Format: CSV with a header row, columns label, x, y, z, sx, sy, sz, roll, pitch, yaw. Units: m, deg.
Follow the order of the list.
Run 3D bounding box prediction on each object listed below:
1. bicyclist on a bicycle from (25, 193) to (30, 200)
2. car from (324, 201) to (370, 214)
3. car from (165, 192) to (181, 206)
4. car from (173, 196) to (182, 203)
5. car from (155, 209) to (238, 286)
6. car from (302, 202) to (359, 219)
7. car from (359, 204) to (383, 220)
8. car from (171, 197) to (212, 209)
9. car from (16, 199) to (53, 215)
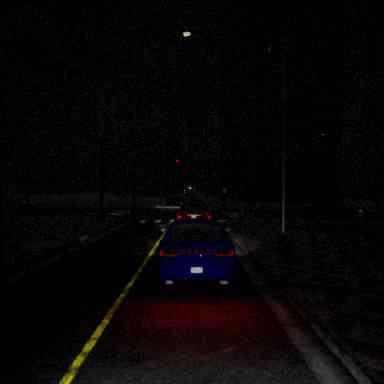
label,x,y,z,sx,sy,sz,roll,pitch,yaw
bicyclist on a bicycle,-20.480,1.009,41.250,0.582,1.620,1.656,1,0,0
car,17.802,1.822,38.369,4.403,1.369,2.008,1,-1,0
car,-3.064,1.195,53.703,2.150,2.045,5.566,0,0,0
car,-2.979,1.490,69.817,1.812,1.442,4.674,0,0,0
car,0.104,1.473,9.424,1.882,1.535,5.008,0,0,0
car,12.147,1.759,29.848,4.313,1.339,1.947,1,-1,0
car,17.960,1.809,29.845,4.829,1.417,1.752,1,-1,0
car,0.128,1.342,19.168,2.097,1.767,4.553,0,0,1
car,-14.761,1.351,29.763,4.403,1.369,2.008,1,-1,0
